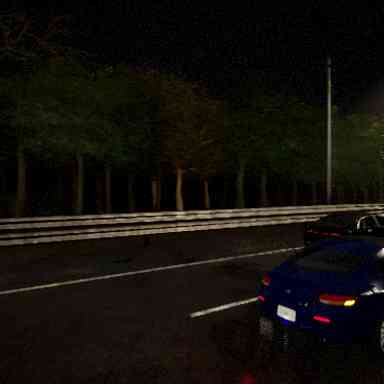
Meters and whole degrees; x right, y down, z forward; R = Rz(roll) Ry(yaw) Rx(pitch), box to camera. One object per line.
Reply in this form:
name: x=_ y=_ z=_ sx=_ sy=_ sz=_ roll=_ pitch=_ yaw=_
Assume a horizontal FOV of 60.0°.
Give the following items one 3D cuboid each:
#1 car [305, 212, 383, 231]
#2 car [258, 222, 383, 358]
car: x=6.137 y=1.483 z=12.157 sx=4.892 sy=1.490 sz=1.837 roll=-1 pitch=0 yaw=-34
car: x=3.208 y=1.514 z=5.938 sx=4.674 sy=1.442 sz=1.812 roll=0 pitch=0 yaw=-35
